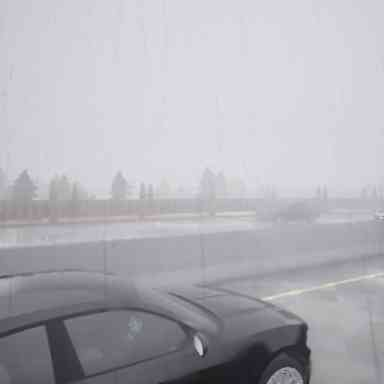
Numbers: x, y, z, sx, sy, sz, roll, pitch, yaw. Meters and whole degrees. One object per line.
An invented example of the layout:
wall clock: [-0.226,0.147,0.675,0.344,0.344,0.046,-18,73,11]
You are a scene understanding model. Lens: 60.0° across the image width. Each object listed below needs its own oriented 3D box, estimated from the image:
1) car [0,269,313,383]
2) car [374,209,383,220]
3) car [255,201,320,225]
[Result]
car: [-1.012,1.463,2.877,5.008,1.535,1.882,0,0,-35]
car: [14.998,1.471,23.207,4.902,1.511,2.128,0,0,-20]
car: [6.789,1.454,23.547,4.892,1.490,1.837,0,0,-24]
